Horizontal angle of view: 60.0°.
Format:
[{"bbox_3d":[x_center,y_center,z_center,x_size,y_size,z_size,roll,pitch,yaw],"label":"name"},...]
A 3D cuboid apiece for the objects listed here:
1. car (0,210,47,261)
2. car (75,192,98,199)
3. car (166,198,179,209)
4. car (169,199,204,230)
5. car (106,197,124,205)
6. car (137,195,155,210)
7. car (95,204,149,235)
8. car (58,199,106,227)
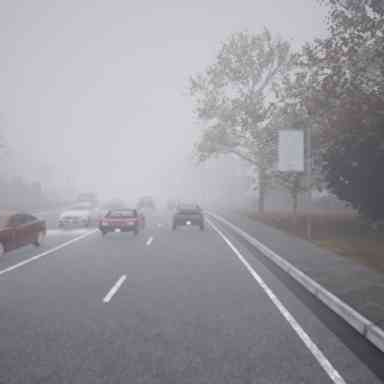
[{"bbox_3d":[-7.090,1.459,12.175,1.882,1.535,5.008,0,0,-1],"label":"car"},{"bbox_3d":[-12.550,1.060,39.763,2.150,2.045,5.566,0,0,-7],"label":"car"},{"bbox_3d":[-2.234,1.392,41.852,1.994,1.385,4.181,0,0,-8],"label":"car"},{"bbox_3d":[-0.297,1.449,20.881,1.837,1.490,4.892,0,0,-2],"label":"car"},{"bbox_3d":[-8.911,1.367,38.698,1.812,1.442,4.674,0,0,-7],"label":"car"},{"bbox_3d":[-5.591,1.184,40.707,2.097,1.767,4.553,0,0,-8],"label":"car"},{"bbox_3d":[-3.685,1.558,18.355,1.895,1.301,4.718,0,0,-2],"label":"car"},{"bbox_3d":[-7.426,1.463,22.445,1.812,1.442,4.674,0,0,-3],"label":"car"}]
